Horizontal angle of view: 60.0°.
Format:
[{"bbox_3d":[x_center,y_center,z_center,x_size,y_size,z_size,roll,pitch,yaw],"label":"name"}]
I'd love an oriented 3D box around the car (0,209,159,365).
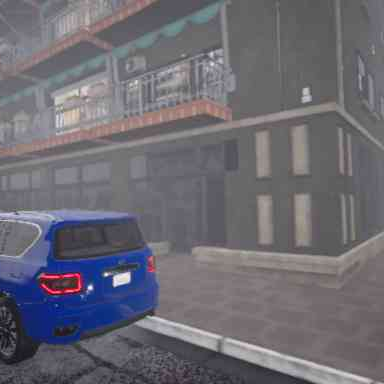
[{"bbox_3d":[-3.133,1.347,6.272,5.566,2.045,2.150,-1,-1,37],"label":"car"}]
